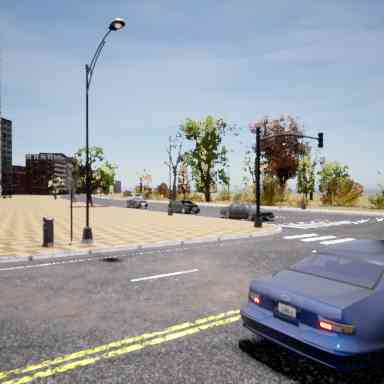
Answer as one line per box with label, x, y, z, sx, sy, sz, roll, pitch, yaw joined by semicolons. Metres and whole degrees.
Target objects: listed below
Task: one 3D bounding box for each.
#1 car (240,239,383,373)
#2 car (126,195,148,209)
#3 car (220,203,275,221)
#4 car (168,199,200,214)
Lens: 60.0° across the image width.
car;3.283;1.547;5.640;5.357;1.411;2.033;0;0;-34
car;-7.962;1.601;48.433;2.128;1.511;4.902;0;0;-31
car;4.483;1.603;28.025;2.033;1.411;5.357;0;0;-31
car;-0.930;1.585;36.818;1.837;1.490;4.892;0;0;-32
